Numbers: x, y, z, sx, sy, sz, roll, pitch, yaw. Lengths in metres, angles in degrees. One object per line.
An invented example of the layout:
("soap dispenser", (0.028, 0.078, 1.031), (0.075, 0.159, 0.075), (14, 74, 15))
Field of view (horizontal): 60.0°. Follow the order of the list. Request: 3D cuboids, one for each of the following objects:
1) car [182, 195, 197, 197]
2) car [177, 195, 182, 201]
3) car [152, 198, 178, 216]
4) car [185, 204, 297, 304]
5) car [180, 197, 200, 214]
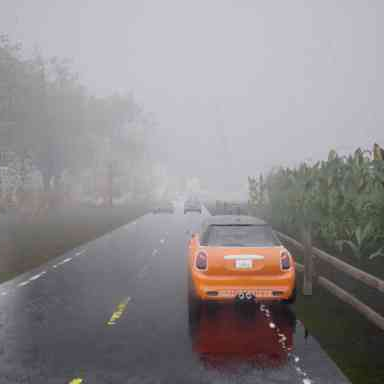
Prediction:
("car", (0.072, 1.346, 46.206), (2.097, 1.767, 4.553), (0, 0, 0))
("car", (-2.722, 1.489, 79.487), (2.128, 1.511, 4.902), (0, 0, 0))
("car", (-2.740, 1.559, 32.826), (1.994, 1.385, 4.181), (0, 0, 0))
("car", (0.963, 1.349, 8.277), (2.097, 1.767, 4.553), (0, 0, 0))
("car", (0.084, 1.542, 35.644), (2.033, 1.411, 5.357), (0, 0, 0))
